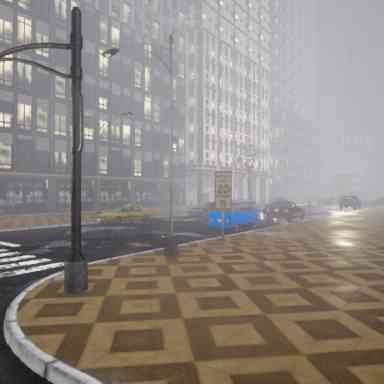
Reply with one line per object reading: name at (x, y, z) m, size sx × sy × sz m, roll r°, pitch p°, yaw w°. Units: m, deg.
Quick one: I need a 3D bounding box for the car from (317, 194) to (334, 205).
car at (25.095, 1.379, 62.532) m, size 2.192 × 1.841 × 5.009 m, roll 0°, pitch 0°, yaw 38°

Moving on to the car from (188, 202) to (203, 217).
car at (1.375, 1.603, 31.641) m, size 1.802 × 1.307 × 4.206 m, roll 0°, pitch 0°, yaw 38°

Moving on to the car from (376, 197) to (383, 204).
car at (38.120, 1.658, 66.557) m, size 1.947 × 1.339 × 4.313 m, roll 0°, pitch 0°, yaw 38°

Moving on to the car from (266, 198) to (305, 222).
car at (7.625, 1.472, 26.841) m, size 1.967 × 1.590 × 4.097 m, roll 0°, pitch 0°, yaw 38°

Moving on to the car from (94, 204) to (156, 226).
car at (-4.724, 1.539, 23.912) m, size 1.752 × 1.417 × 4.829 m, roll 0°, pitch 0°, yaw 38°

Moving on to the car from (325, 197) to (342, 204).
car at (28.483, 1.623, 66.944) m, size 2.008 × 1.369 × 4.403 m, roll 0°, pitch 0°, yaw 38°

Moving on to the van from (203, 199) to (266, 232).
van at (2.670, 1.367, 20.207) m, size 1.690 × 1.788 × 3.998 m, roll 0°, pitch 0°, yaw 38°

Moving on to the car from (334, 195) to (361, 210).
car at (21.179, 1.368, 44.493) m, size 2.192 × 1.841 × 5.009 m, roll 0°, pitch 0°, yaw 38°
